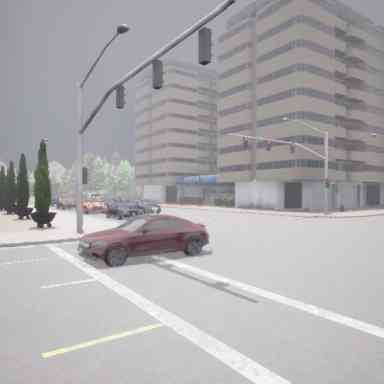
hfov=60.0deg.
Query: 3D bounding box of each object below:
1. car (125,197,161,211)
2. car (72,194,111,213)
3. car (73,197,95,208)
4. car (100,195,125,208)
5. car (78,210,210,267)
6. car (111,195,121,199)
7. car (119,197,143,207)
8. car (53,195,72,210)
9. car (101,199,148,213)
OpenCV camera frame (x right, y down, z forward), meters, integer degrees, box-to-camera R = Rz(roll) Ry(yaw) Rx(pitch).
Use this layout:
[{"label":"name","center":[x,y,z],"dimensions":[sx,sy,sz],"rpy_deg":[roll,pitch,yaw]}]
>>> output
[{"label":"car","center":[-4.830,1.492,32.982],"dimensions":[2.128,1.511,4.902],"rpy_deg":[0,0,-35]},{"label":"car","center":[-10.763,1.352,35.391],"dimensions":[2.097,1.767,4.553],"rpy_deg":[0,0,-35]},{"label":"car","center":[-15.962,1.505,49.033],"dimensions":[1.837,1.490,4.892],"rpy_deg":[0,0,-34]},{"label":"car","center":[-11.995,1.352,49.778],"dimensions":[2.097,1.767,4.553],"rpy_deg":[0,0,-35]},{"label":"car","center":[-1.498,1.526,11.509],"dimensions":[4.674,1.442,1.812],"rpy_deg":[0,0,-35]},{"label":"car","center":[-10.075,1.505,40.538],"dimensions":[1.837,1.490,4.892],"rpy_deg":[0,0,-35]},{"label":"car","center":[-9.681,1.504,52.579],"dimensions":[1.837,1.490,4.892],"rpy_deg":[0,0,-35]},{"label":"car","center":[-16.403,1.526,43.524],"dimensions":[1.812,1.442,4.674],"rpy_deg":[0,0,-35]},{"label":"car","center":[-5.806,1.564,28.258],"dimensions":[1.994,1.385,4.181],"rpy_deg":[0,0,-35]}]
